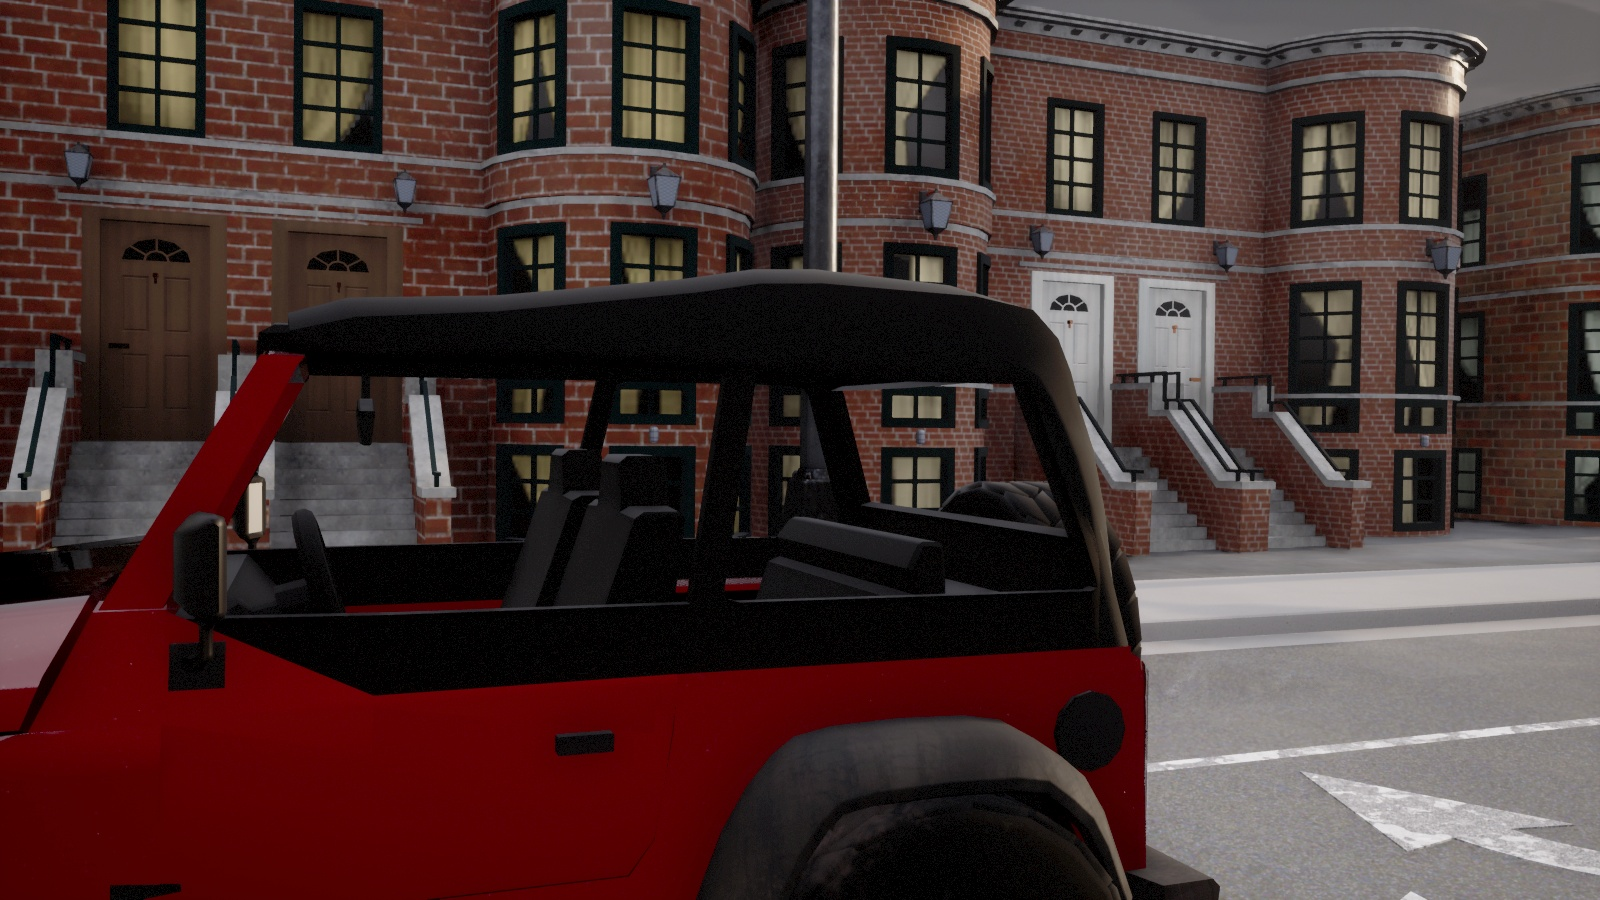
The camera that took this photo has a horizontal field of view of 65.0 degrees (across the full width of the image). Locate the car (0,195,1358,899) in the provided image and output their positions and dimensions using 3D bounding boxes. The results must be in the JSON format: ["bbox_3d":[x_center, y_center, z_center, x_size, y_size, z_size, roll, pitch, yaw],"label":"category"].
[{"bbox_3d":[-0.955,0.557,2.881,3.866,1.878,1.905,-1,1,-21],"label":"car"}]
